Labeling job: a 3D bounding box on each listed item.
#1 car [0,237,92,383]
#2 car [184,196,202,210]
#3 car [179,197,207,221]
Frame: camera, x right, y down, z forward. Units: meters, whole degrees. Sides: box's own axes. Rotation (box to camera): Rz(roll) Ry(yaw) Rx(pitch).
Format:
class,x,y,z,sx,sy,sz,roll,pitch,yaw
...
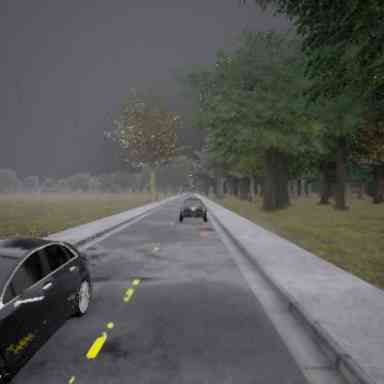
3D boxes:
class,x,y,z,sx,sy,sz,roll,pitch,yaw
car,-2.840,1.493,4.590,1.837,1.490,4.892,0,0,0
car,0.086,1.366,42.602,2.128,1.511,4.902,0,0,0
car,0.089,1.275,26.543,2.097,1.767,4.553,0,0,0
